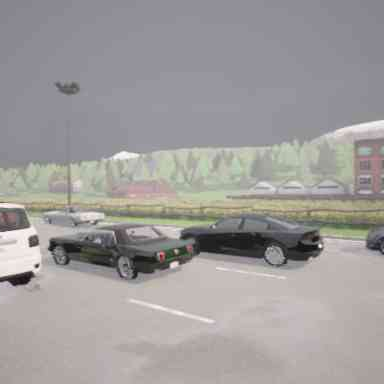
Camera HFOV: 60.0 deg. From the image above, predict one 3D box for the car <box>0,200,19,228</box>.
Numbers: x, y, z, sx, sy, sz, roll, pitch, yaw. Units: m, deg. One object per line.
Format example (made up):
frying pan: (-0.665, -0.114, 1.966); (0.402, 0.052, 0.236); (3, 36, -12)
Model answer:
car: (-14.113, 1.459, 22.841); (4.553, 1.767, 2.097); (-1, 0, 36)

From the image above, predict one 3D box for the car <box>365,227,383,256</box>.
car: (8.110, 1.481, 11.025); (4.181, 1.385, 1.994); (0, 0, 36)

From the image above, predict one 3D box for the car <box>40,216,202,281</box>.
car: (-2.254, 1.611, 9.903); (4.718, 1.301, 1.895); (0, 0, 36)

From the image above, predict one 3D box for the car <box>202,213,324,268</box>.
car: (1.795, 1.451, 11.285); (5.008, 1.535, 1.882); (0, 0, 36)

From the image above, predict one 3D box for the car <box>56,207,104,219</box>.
car: (-8.279, 1.657, 22.930); (4.718, 1.301, 1.895); (0, 0, 36)

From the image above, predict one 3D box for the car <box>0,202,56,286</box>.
car: (-6.029, 1.268, 8.315); (5.566, 2.045, 2.150); (0, 0, 36)
